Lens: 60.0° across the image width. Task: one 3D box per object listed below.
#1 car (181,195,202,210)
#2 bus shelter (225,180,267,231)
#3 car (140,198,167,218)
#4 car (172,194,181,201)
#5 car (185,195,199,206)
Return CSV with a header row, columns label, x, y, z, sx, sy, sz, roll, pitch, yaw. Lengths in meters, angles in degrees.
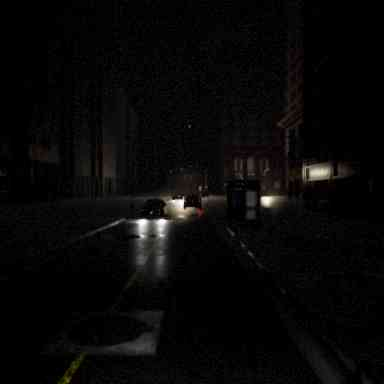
label,x,y,z,sx,sy,sz,roll,pitch,yaw
car,0.090,1.077,38.887,2.097,1.767,4.553,0,0,1
bus shelter,3.130,0.740,20.043,1.920,2.740,3.880,0,0,0
car,-3.089,1.315,27.643,1.837,1.490,4.892,0,0,0
car,-2.982,1.023,68.177,1.994,1.385,4.181,0,1,0
car,0.045,1.207,49.221,1.994,1.385,4.181,0,0,1
